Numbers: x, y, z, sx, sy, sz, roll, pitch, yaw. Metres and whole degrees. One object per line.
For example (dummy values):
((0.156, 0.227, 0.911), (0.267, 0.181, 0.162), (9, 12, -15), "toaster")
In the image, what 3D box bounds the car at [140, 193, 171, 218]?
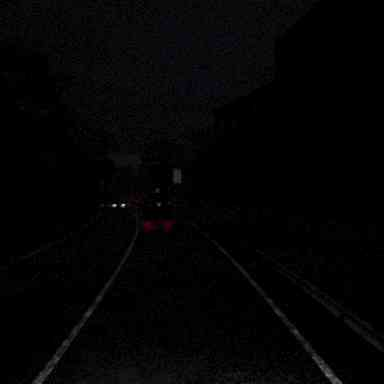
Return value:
((-3.209, 1.136, 29.885), (2.150, 2.045, 5.566), (-1, 0, -11), "car")

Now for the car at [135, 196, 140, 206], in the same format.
((-8.201, 1.380, 53.777), (1.801, 1.575, 5.366), (-1, 0, -12), "car")

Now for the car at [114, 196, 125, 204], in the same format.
((-13.702, 1.478, 62.979), (1.882, 1.535, 5.008), (-1, 0, -11), "car")
